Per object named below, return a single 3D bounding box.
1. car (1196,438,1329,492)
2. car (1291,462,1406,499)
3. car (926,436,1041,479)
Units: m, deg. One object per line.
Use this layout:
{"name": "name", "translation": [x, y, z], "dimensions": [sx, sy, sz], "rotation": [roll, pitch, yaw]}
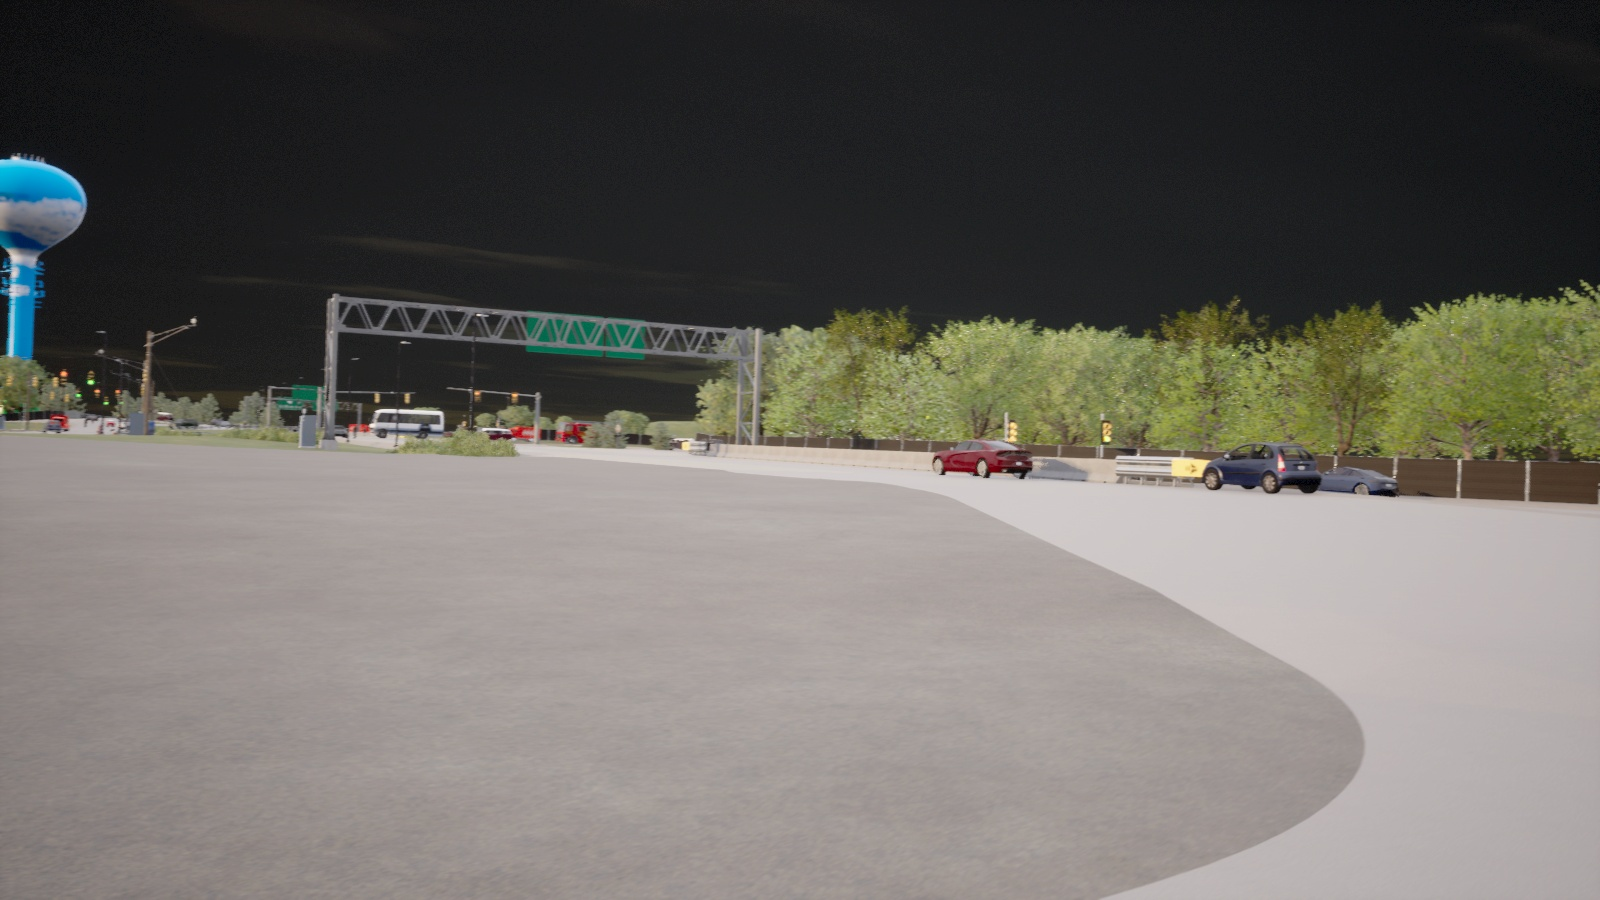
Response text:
{"name": "car", "translation": [14.888, 0.447, 40.635], "dimensions": [1.851, 1.617, 3.988], "rotation": [-1, 1, -21]}
{"name": "car", "translation": [23.773, 1.315, 54.559], "dimensions": [1.994, 1.385, 4.181], "rotation": [2, 0, -30]}
{"name": "car", "translation": [7.107, 0.282, 49.297], "dimensions": [1.882, 1.535, 5.008], "rotation": [2, 0, -27]}
